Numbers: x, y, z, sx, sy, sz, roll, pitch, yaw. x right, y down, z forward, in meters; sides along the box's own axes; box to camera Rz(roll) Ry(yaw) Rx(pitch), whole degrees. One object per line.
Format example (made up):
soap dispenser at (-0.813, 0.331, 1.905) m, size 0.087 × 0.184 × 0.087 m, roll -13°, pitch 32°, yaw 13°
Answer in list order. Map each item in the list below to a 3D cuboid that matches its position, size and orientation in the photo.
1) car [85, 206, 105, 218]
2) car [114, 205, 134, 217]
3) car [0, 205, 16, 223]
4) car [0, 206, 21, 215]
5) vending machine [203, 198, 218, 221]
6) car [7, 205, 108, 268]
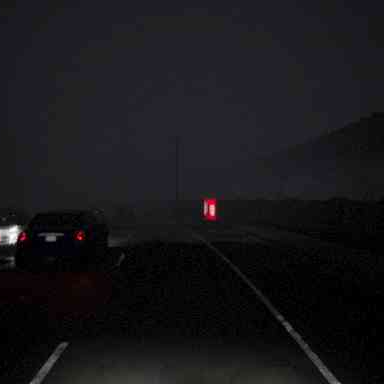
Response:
car at (-12.201, 2.451, 41.557) m, size 1.994 × 1.385 × 4.181 m, roll 0°, pitch -2°, yaw -22°
car at (-8.608, 2.365, 42.044) m, size 2.128 × 1.511 × 4.902 m, roll 0°, pitch -2°, yaw -22°
car at (-14.654, 1.843, 27.112) m, size 2.128 × 1.511 × 4.902 m, roll 0°, pitch -2°, yaw -16°
car at (-34.551, 3.531, 62.972) m, size 4.902 × 1.511 × 2.128 m, roll -3°, pitch -3°, yaw 42°
vending machine at (1.678, 1.579, 30.520) m, size 1.100 × 2.100 × 0.880 m, roll 1°, pitch -1°, yaw -15°
car at (-4.248, 1.374, 11.618) m, size 2.097 × 1.767 × 4.553 m, roll 0°, pitch 0°, yaw -6°
